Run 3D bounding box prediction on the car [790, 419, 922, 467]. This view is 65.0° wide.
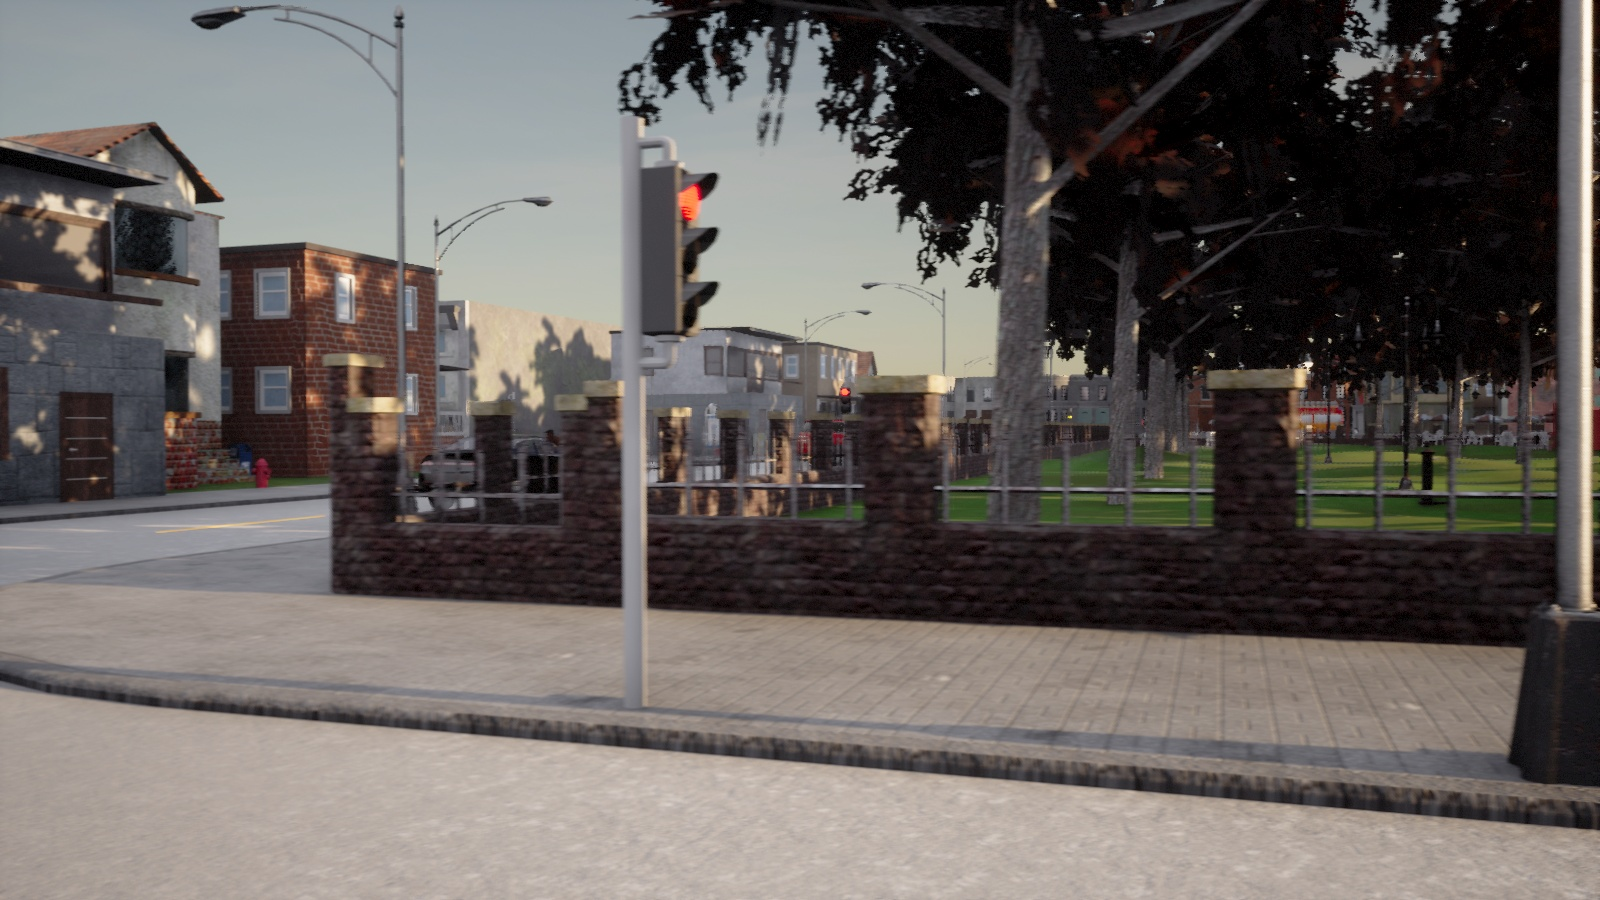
[{"bbox_3d":[2.486,-0.330,55.233,5.566,2.045,2.150,0,1,-32],"label":"car"}]

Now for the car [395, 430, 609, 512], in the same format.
[{"bbox_3d":[-5.968,0.346,25.873,2.128,1.511,4.902,0,1,17],"label":"car"}]
